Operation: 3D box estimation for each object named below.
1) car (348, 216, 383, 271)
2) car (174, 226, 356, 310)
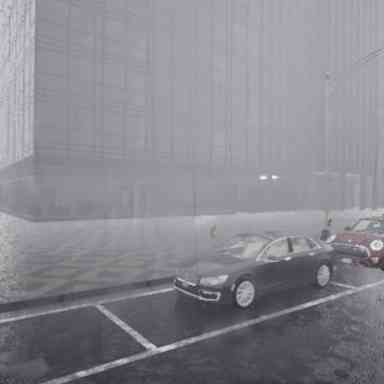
[{"bbox_3d":[6.267,1.556,11.130,4.097,1.590,1.967,1,0,-36],"label":"car"},{"bbox_3d":[1.647,1.609,7.829,4.403,1.369,2.008,1,0,-36],"label":"car"}]
